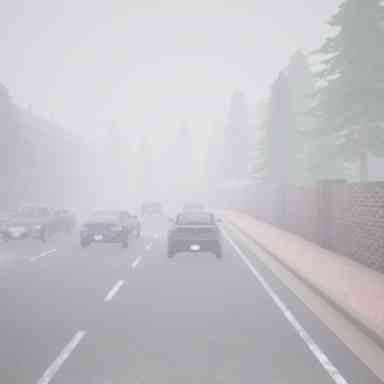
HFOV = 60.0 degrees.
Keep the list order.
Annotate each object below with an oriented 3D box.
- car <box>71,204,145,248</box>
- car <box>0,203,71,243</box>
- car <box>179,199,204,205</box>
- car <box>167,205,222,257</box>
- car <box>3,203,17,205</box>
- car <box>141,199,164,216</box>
[{"bbox_3d":[-3.415,1.474,14.403,1.812,1.442,4.674,0,0,0],"label":"car"},{"bbox_3d":[-7.103,1.435,15.871,2.128,1.511,4.902,0,0,0],"label":"car"},{"bbox_3d":[-0.006,1.400,29.072,1.837,1.490,4.892,0,0,-2],"label":"car"},{"bbox_3d":[0.099,1.459,12.740,1.837,1.490,4.892,0,0,0],"label":"car"},{"bbox_3d":[-10.602,1.421,19.808,2.128,1.511,4.902,0,0,0],"label":"car"},{"bbox_3d":[-3.662,1.367,30.617,1.882,1.535,5.008,0,0,-5],"label":"car"}]
